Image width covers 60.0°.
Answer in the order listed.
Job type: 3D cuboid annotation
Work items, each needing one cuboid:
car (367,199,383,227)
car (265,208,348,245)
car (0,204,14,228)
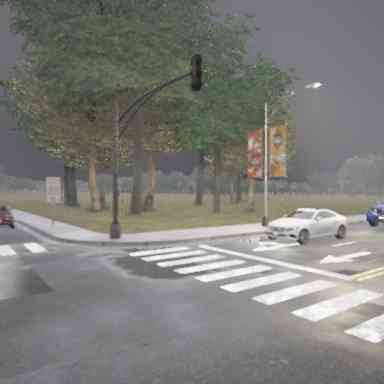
[{"bbox_3d":[13.465,1.167,21.255,5.566,2.045,2.150,0,0,-35],"label":"car"},{"bbox_3d":[5.479,1.492,15.573,4.674,1.442,1.812,0,0,-35],"label":"car"},{"bbox_3d":[-12.385,1.498,20.860,1.812,1.442,4.674,0,0,-35],"label":"car"}]
